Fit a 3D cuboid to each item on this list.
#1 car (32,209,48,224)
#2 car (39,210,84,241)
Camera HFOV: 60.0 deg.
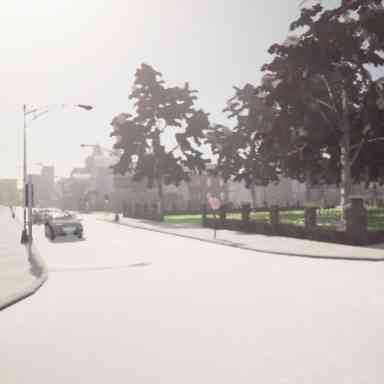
[{"bbox_3d":[-16.277,2.560,36.076,2.128,1.511,4.902,0,-2,-28],"label":"car"},{"bbox_3d":[-8.124,2.095,21.022,2.128,1.511,4.902,0,-1,-29],"label":"car"}]
